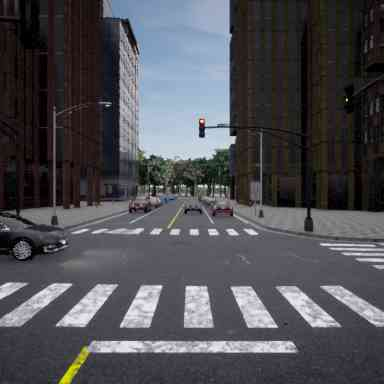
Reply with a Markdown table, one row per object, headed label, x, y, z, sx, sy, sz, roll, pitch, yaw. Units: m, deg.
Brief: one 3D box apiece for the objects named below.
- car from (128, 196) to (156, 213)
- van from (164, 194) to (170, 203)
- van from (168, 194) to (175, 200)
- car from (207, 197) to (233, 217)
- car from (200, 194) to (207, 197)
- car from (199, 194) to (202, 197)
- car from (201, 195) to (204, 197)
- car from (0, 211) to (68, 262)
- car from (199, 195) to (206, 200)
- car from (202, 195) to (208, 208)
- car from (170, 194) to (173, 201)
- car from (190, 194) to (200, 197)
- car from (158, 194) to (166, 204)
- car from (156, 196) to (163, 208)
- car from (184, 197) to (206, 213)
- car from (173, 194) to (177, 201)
| label | x | y | z | sx | sy | sz | roll | pitch | yaw |
| --- | --- | --- | --- | --- | --- | --- | --- | --- | --- |
| car | -5.734 | 1.320 | 37.157 | 2.192 | 1.841 | 5.009 | 0 | 0 | 0 |
| van | -5.713 | 1.358 | 64.345 | 1.690 | 1.788 | 3.998 | 0 | 0 | 0 |
| van | -5.693 | 1.376 | 91.533 | 1.690 | 1.788 | 3.998 | 0 | 0 | 0 |
| car | 2.787 | 1.444 | 31.713 | 1.967 | 1.590 | 4.097 | 0 | 0 | 0 |
| car | 2.808 | 1.558 | 58.901 | 1.887 | 1.381 | 4.507 | 0 | 0 | 0 |
| car | 2.812 | 1.542 | 64.508 | 1.752 | 1.417 | 4.829 | 0 | 0 | 0 |
| car | 2.804 | 1.556 | 53.463 | 1.887 | 1.381 | 4.507 | 0 | 0 | 0 |
| car | -6.742 | 1.401 | 11.229 | 4.892 | 1.490 | 1.837 | 1 | 0 | 0 |
| car | 2.833 | 1.560 | 91.696 | 1.752 | 1.417 | 4.829 | 0 | 0 | 0 |
| car | 2.799 | 1.560 | 48.025 | 2.008 | 1.369 | 4.403 | 0 | 0 | 0 |
| car | -5.709 | 1.570 | 69.783 | 2.008 | 1.369 | 4.403 | 0 | 0 | 0 |
| car | 0.155 | 1.583 | 69.774 | 1.994 | 1.385 | 4.181 | 0 | 0 | 0 |
| car | -5.722 | 1.537 | 53.300 | 1.752 | 1.417 | 4.829 | 0 | 0 | 0 |
| car | -5.726 | 1.591 | 48.032 | 1.802 | 1.307 | 4.206 | 0 | 0 | 0 |
| car | 0.132 | 1.553 | 36.958 | 2.033 | 1.411 | 5.357 | 0 | 0 | 0 |
| car | -5.696 | 1.596 | 86.095 | 1.947 | 1.339 | 4.313 | 0 | 0 | 0 |
